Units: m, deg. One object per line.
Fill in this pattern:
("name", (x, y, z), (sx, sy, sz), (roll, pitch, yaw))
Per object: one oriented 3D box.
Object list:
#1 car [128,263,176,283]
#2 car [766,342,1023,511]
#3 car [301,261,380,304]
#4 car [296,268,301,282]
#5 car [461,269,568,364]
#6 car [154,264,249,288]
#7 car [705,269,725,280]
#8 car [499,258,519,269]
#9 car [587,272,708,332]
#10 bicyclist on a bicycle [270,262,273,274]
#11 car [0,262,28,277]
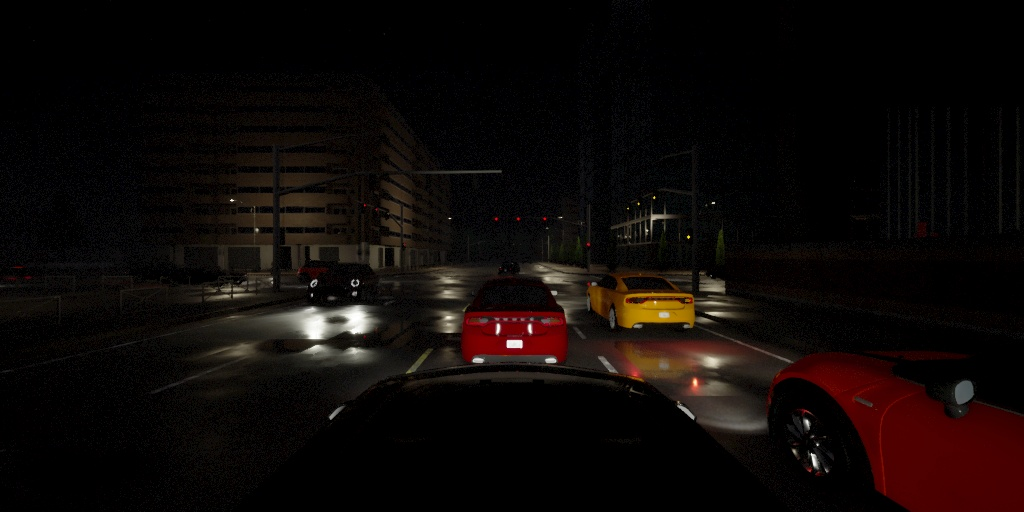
("car", (-26.507, 1.297, 27.642), (4.902, 1.511, 2.128), (0, 0, 0))
("car", (3.600, 1.102, 1.717), (2.097, 1.767, 4.553), (0, 0, 0))
("car", (-7.546, 1.100, 16.482), (2.097, 1.767, 4.553), (0, 0, -10))
("car", (-13.943, 1.152, 27.741), (4.553, 1.767, 2.097), (0, 0, -2))
("car", (0.059, 1.228, 8.088), (1.882, 1.535, 5.008), (0, 0, 0))
("car", (-20.604, 1.406, 24.119), (4.718, 1.301, 1.895), (0, 0, 0))
("car", (19.523, 1.406, 31.167), (4.718, 1.301, 1.895), (0, 0, 0))
("car", (-0.345, 1.288, 39.902), (1.812, 1.442, 4.674), (1, 1, 8))
("car", (3.578, 1.228, 10.863), (1.882, 1.535, 5.008), (0, 0, 0))
("bicyclist on a bicycle", (-25.535, 1.106, 38.622), (0.582, 1.620, 1.656), (0, 0, 0))
("car", (-50.346, 1.297, 34.885), (4.902, 1.511, 2.128), (0, 0, 1))
